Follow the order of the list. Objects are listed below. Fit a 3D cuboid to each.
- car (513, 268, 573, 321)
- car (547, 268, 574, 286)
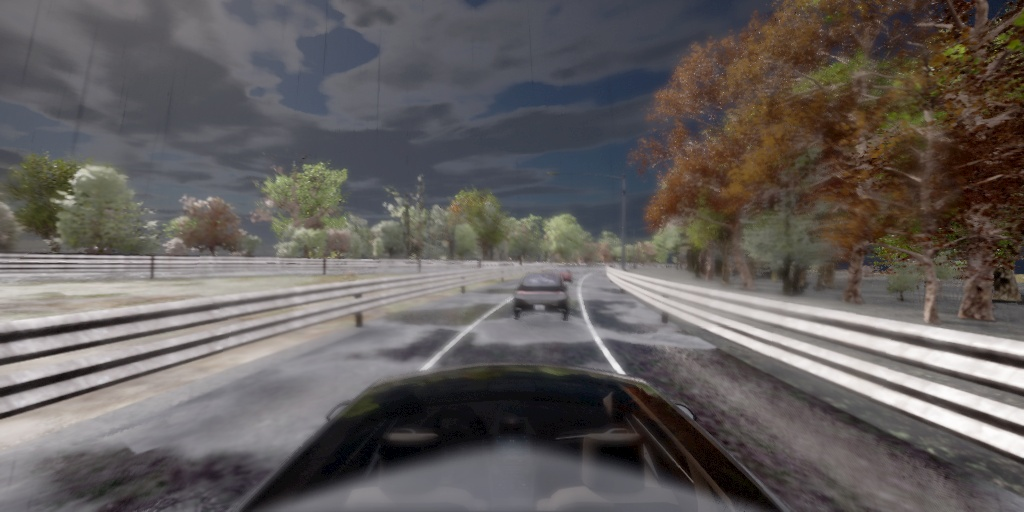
[{"bbox_3d":[1.173,1.384,13.308,2.128,1.511,4.902,0,-1,7],"label":"car"},{"bbox_3d":[4.144,1.705,30.287,1.895,1.301,4.718,0,-1,12],"label":"car"}]
